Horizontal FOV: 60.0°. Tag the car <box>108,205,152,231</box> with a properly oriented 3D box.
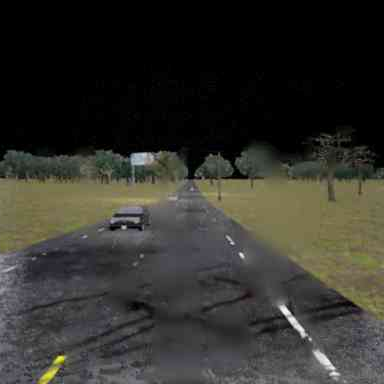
[{"bbox_3d":[-3.598,1.487,20.282,2.033,1.411,5.357,0,0,0],"label":"car"}]

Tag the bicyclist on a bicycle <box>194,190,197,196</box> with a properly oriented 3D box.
[{"bbox_3d":[0.963,0.231,94.292,0.659,1.776,1.843,0,2,0],"label":"bicyclist on a bicycle"}]

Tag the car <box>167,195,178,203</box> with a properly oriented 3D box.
[{"bbox_3d":[-3.530,1.249,60.573,1.895,1.301,4.718,0,1,1],"label":"car"}]
